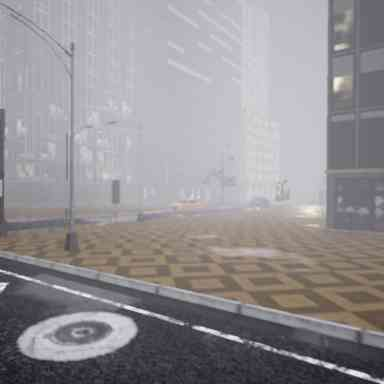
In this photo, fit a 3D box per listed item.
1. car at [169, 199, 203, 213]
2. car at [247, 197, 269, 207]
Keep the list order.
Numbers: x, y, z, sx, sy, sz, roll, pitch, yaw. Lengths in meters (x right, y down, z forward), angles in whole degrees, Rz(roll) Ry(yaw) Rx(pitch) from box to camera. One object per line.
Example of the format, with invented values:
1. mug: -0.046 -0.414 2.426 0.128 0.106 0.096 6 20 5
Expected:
1. car: -0.620 1.572 39.056 1.882 1.535 5.008 1 0 37
2. car: 10.840 1.573 54.254 2.097 1.767 4.553 1 0 37
